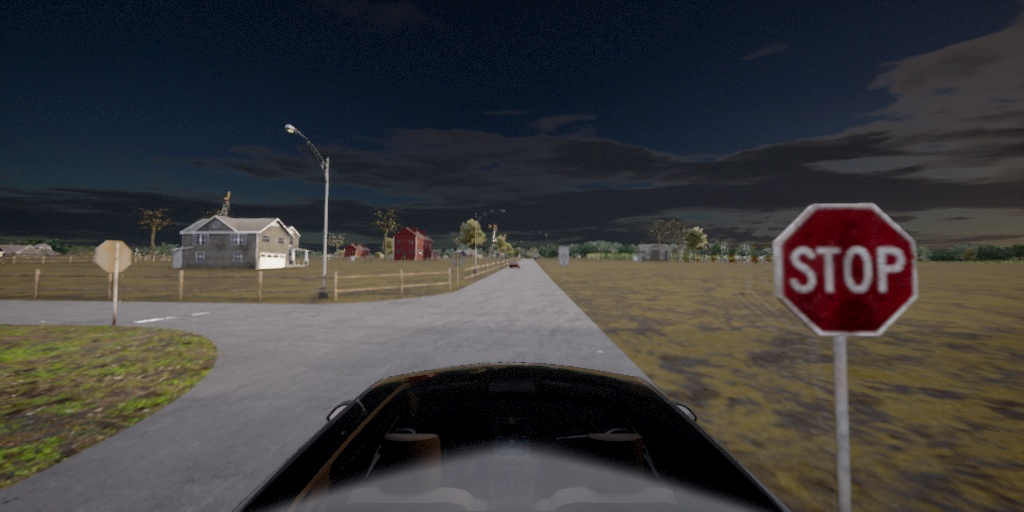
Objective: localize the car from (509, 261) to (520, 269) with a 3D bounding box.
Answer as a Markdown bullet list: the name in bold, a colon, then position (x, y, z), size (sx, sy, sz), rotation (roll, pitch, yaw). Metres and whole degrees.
- **car**: position (0.431, 1.552, 61.321), size (1.895, 1.301, 4.718), rotation (0, 0, 3)
